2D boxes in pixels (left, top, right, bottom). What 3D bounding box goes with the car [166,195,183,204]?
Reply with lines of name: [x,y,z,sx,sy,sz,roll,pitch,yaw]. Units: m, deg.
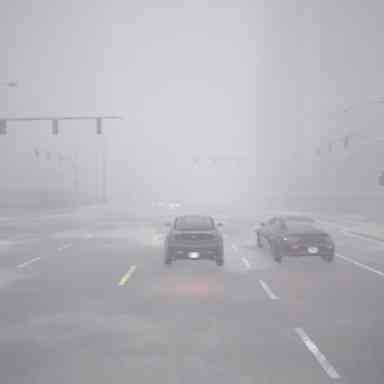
car: [-3.415,1.623,67.534,2.128,1.511,4.902,0,0,1]

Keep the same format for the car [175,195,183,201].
car: [-3.168,1.537,83.070,1.837,1.490,4.892,0,0,1]

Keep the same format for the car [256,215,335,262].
car: [3.569,1.547,12.088,1.812,1.442,4.674,0,0,0]

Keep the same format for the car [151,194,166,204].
car: [-6.911,1.639,67.505,1.812,1.442,4.674,0,0,1]

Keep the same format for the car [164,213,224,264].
car: [0.067,1.526,11.803,1.837,1.490,4.892,0,0,0]
